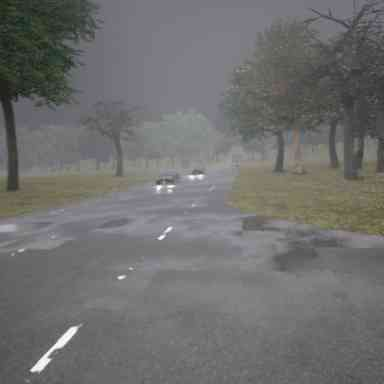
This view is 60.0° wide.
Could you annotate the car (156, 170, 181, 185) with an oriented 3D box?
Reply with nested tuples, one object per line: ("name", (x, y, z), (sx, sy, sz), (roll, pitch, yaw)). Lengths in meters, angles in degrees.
("car", (-2.381, -1.551, 35.062), (2.033, 1.411, 5.357), (-3, 5, 9))

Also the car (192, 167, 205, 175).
("car", (1.163, -3.655, 57.548), (1.895, 1.301, 4.718), (-3, 5, 9))
